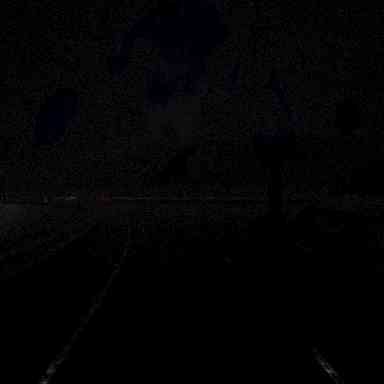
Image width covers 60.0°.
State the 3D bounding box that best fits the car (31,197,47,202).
[{"bbox_3d":[-34.619,1.888,76.775,4.718,1.301,1.895,-1,0,41],"label":"car"}]

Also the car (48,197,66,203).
[{"bbox_3d":[-32.224,1.855,79.327,4.718,1.301,1.895,-1,0,41],"label":"car"}]

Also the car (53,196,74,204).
[{"bbox_3d":[-26.220,1.814,68.400,1.895,1.301,4.718,-1,0,-43],"label":"car"}]

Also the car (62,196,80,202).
[{"bbox_3d":[-29.809,1.704,81.859,5.008,1.535,1.882,-1,0,41],"label":"car"}]

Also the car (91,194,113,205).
[{"bbox_3d":[-16.475,1.598,61.836,1.882,1.535,5.008,-1,0,-37],"label":"car"}]

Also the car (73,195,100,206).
[{"bbox_3d":[-18.748,1.696,59.014,2.033,1.411,5.357,-1,0,-37],"label":"car"}]

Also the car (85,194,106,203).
[{"bbox_3d":[-21.301,1.385,73.430,2.150,2.045,5.566,-1,0,-43],"label":"car"}]

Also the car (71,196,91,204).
[{"bbox_3d":[-23.700,1.717,70.837,2.128,1.511,4.902,-1,0,-43],"label":"car"}]
